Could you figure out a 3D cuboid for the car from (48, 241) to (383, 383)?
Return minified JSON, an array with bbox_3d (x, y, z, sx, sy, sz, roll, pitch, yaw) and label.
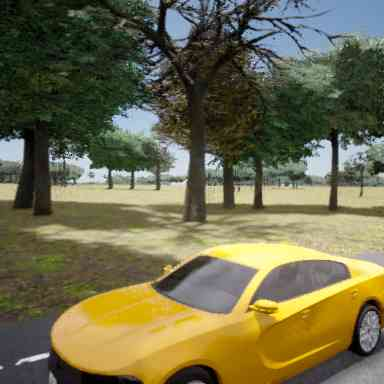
[{"bbox_3d":[0.752,1.495,4.527,5.008,1.535,1.882,0,0,-35],"label":"car"}]
